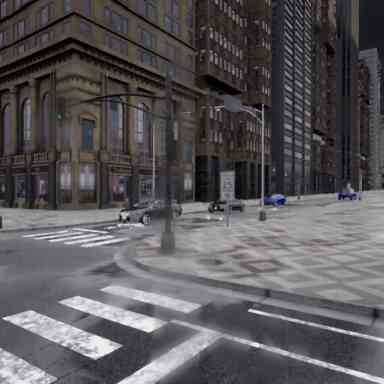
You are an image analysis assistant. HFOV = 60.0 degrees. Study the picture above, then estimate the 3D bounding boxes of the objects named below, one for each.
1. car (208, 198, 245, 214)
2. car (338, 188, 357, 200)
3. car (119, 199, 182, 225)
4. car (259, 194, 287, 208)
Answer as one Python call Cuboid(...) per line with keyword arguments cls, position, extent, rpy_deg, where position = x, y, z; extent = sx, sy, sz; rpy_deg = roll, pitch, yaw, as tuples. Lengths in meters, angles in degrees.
Cuboid(cls="car", position=(3.174, 1.176, 30.021), extent=(1.994, 1.385, 4.181), rpy_deg=(0, 1, 35))
Cuboid(cls="car", position=(27.031, 0.362, 57.856), extent=(2.150, 2.045, 5.566), rpy_deg=(0, 1, 36))
Cuboid(cls="car", position=(-2.629, 1.237, 21.901), extent=(2.128, 1.511, 4.902), rpy_deg=(0, 1, 36))
Cuboid(cls="car", position=(9.521, 0.944, 38.870), extent=(1.882, 1.535, 5.008), rpy_deg=(0, 1, 36))
